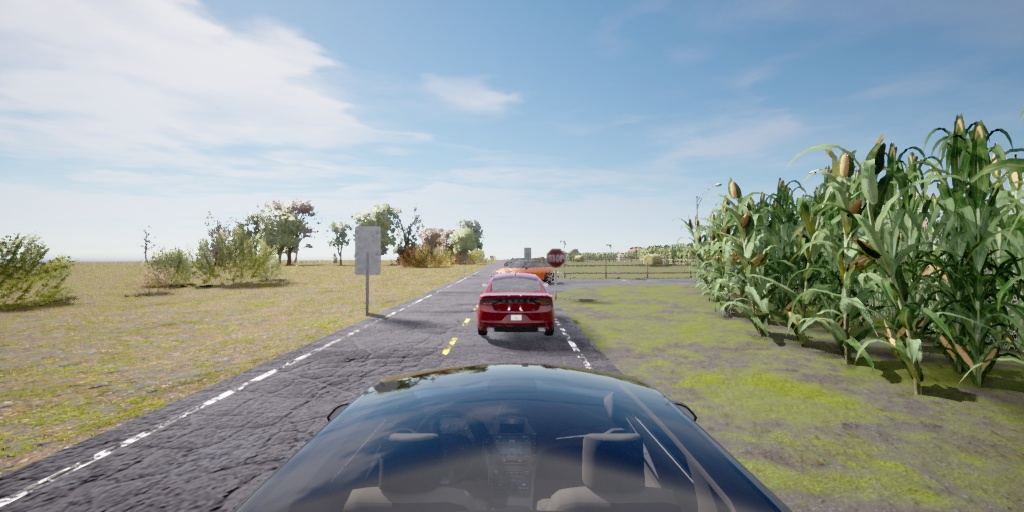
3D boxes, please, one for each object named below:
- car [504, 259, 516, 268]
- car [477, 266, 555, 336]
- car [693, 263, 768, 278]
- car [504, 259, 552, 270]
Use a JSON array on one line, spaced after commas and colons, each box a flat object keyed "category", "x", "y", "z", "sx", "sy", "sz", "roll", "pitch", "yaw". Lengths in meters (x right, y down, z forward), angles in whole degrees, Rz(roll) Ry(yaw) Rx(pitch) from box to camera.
[{"category": "car", "x": -0.345, "y": 1.305, "z": 62.574, "sx": 2.128, "sy": 1.511, "sz": 4.902, "roll": 0, "pitch": 0, "yaw": -1}, {"category": "car", "x": 0.094, "y": 1.231, "z": 10.498, "sx": 1.882, "sy": 1.535, "sz": 5.008, "roll": 0, "pitch": 0, "yaw": 0}, {"category": "car", "x": 17.322, "y": 1.152, "z": 28.266, "sx": 5.357, "sy": 1.411, "sz": 2.033, "roll": -1, "pitch": -1, "yaw": -1}, {"category": "car", "x": 0.681, "y": 1.062, "z": 24.411, "sx": 4.553, "sy": 1.767, "sz": 2.097, "roll": 0, "pitch": 0, "yaw": -40}]
